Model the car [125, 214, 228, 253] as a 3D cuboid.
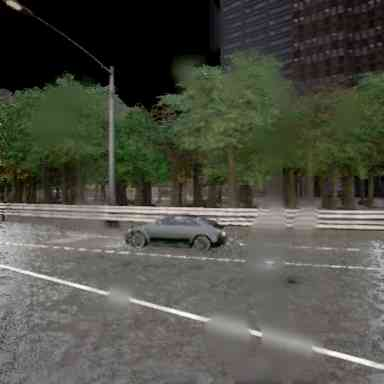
[{"bbox_3d":[-0.626,1.594,13.700,4.181,1.385,1.994,0,0,20],"label":"car"}]
